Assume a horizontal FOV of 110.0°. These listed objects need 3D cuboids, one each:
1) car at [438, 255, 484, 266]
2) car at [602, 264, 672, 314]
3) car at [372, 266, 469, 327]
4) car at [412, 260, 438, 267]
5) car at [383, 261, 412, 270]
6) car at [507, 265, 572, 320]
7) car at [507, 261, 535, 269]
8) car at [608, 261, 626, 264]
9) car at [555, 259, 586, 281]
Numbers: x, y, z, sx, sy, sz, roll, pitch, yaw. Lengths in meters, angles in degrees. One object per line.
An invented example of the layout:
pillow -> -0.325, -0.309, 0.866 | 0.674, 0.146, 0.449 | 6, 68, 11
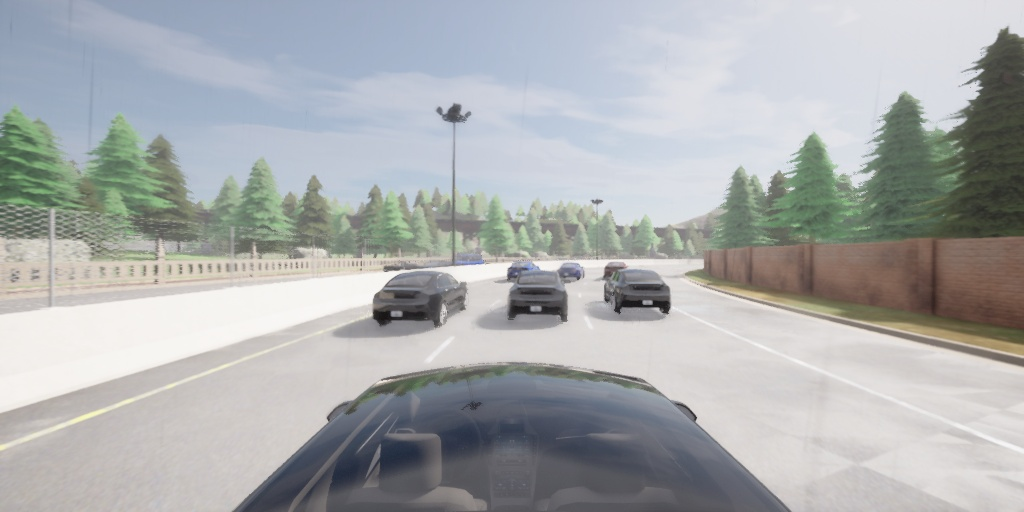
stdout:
car -> -4.605, 0.871, 34.964 | 2.150, 2.045, 5.566 | 0, 0, 19
car -> 4.698, 1.244, 13.913 | 1.837, 1.490, 4.892 | 0, 0, 8
car -> -2.677, 1.219, 11.489 | 1.837, 1.490, 4.892 | 0, 0, 6
car -> -7.778, 1.157, 36.416 | 1.812, 1.442, 4.674 | 0, 0, 20
car -> -11.225, 1.216, 37.194 | 1.895, 1.301, 4.718 | 0, 0, 20
car -> 0.978, 1.232, 12.509 | 1.837, 1.490, 4.892 | 0, 0, 7
car -> 1.049, 1.163, 29.105 | 1.882, 1.535, 5.008 | 0, 0, 17
car -> 9.159, 1.191, 31.314 | 1.882, 1.535, 5.008 | 0, 0, 20
car -> 4.918, 1.226, 29.745 | 1.812, 1.442, 4.674 | 0, 0, 18
